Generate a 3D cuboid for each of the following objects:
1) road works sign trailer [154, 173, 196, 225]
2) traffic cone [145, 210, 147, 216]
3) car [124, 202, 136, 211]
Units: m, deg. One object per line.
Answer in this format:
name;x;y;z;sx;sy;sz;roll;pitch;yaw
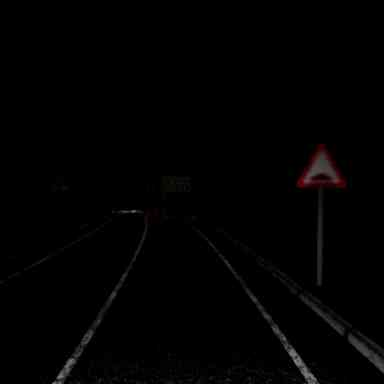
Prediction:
road works sign trailer;-1.165;0.497;23.671;2.380;3.560;2.880;1;-2;-18
traffic cone;-4.078;2.175;30.907;0.340;0.580;0.340;0;-1;-9
car;-10.813;2.532;58.207;2.033;1.411;5.357;0;-1;-10
